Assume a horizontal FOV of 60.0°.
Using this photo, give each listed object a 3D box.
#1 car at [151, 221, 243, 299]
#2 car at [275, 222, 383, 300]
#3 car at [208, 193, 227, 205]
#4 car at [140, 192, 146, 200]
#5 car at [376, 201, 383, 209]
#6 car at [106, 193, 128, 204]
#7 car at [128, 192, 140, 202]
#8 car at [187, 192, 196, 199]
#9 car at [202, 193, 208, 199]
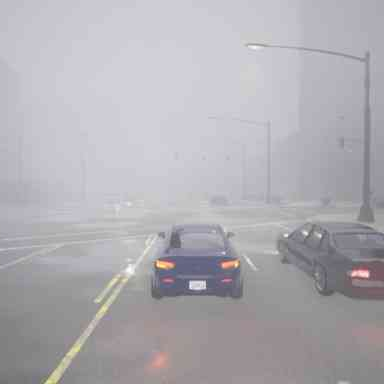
[{"bbox_3d":[0.104,1.439,8.126,1.812,1.442,4.674,0,1,0],"label":"car"},{"bbox_3d":[3.603,1.460,8.396,2.033,1.411,5.357,0,1,0],"label":"car"},{"bbox_3d":[3.494,0.987,44.004,1.994,1.385,4.181,0,0,1],"label":"car"},{"bbox_3d":[-10.556,0.787,68.369,1.882,1.535,5.008,0,0,0],"label":"car"},{"bbox_3d":[21.174,1.078,32.744,5.357,1.411,2.033,0,1,1],"label":"car"},{"bbox_3d":[-10.605,0.928,46.143,1.812,1.442,4.674,0,0,0],"label":"car"},{"bbox_3d":[-10.605,0.840,55.922,2.128,1.511,4.902,0,0,0],"label":"car"},{"bbox_3d":[-0.061,0.765,75.024,1.882,1.535,5.008,0,0,0],"label":"car"},{"bbox_3d":[3.436,0.819,78.360,2.033,1.411,5.357,0,0,0],"label":"car"}]
